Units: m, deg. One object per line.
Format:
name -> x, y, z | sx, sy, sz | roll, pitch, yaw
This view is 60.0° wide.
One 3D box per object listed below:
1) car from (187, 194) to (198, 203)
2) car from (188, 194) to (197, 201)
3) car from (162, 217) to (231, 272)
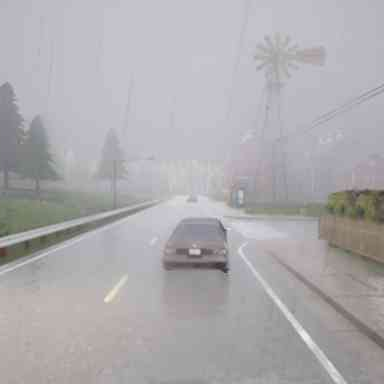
car -> 0.071, 1.358, 64.580 | 2.128, 1.511, 4.902 | 0, 0, 0
car -> 0.083, 1.213, 74.956 | 1.837, 1.490, 4.892 | 0, 0, 0
car -> 0.285, 1.525, 10.757 | 2.033, 1.411, 5.357 | 0, 0, 5
